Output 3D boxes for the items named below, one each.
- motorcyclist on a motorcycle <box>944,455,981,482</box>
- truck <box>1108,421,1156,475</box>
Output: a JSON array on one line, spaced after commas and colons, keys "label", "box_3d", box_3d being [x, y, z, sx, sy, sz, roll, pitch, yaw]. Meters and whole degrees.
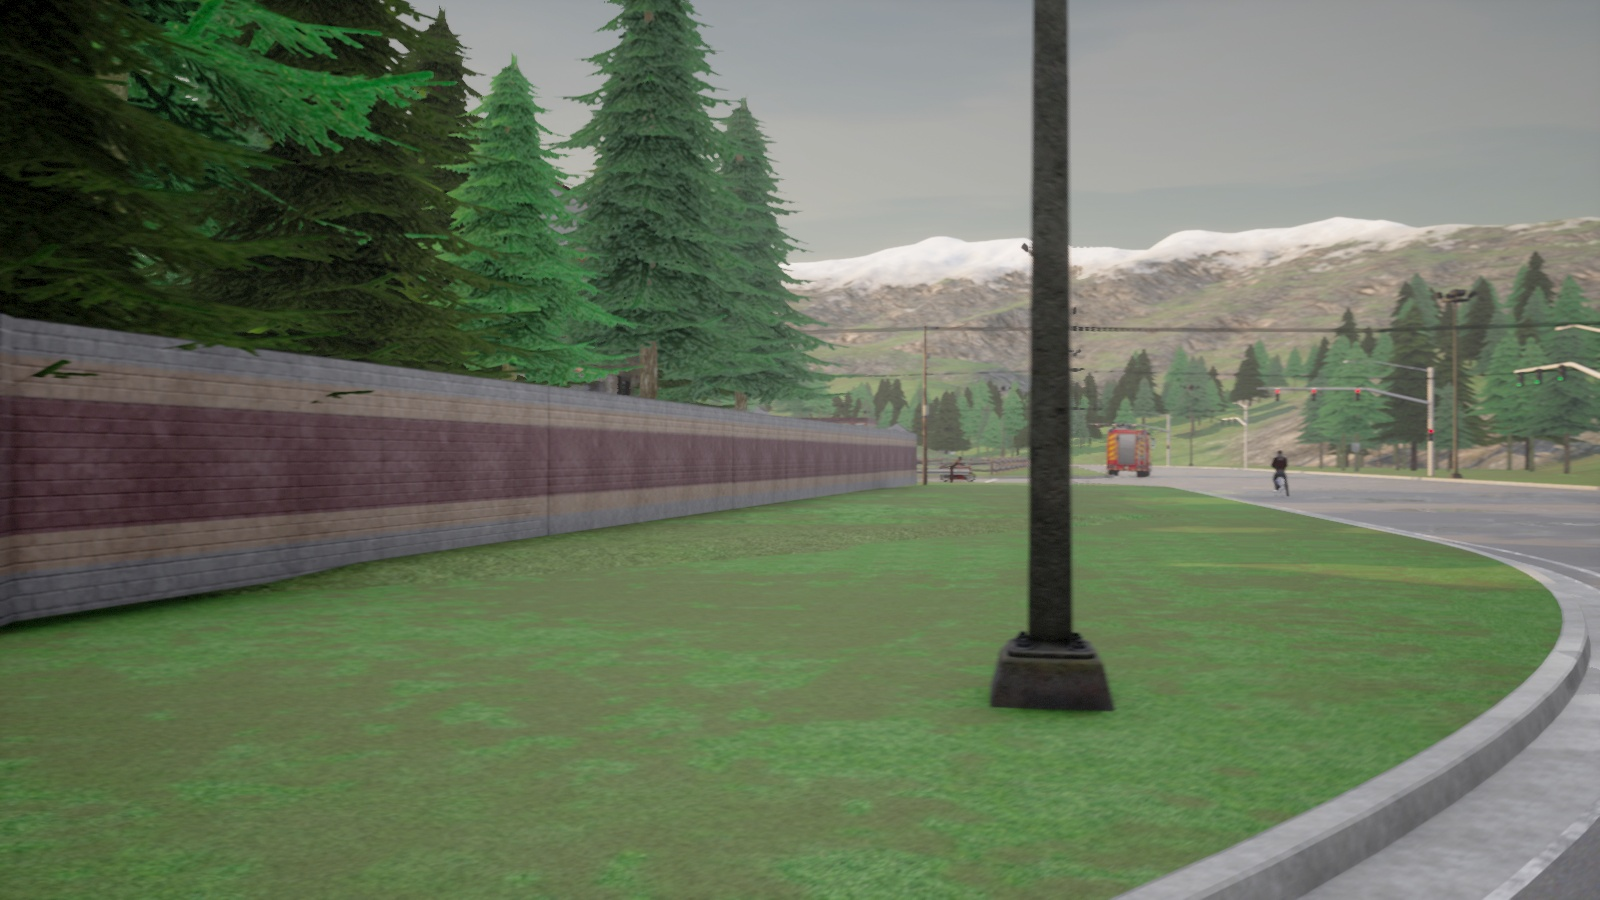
[{"label": "motorcyclist on a motorcycle", "box_3d": [9.244, 1.044, 71.460, 2.044, 1.523, 0.797, 0, 0, 10]}, {"label": "truck", "box_3d": [25.162, -0.082, 94.793, 2.891, 3.827, 8.468, 1, -1, 18]}]
